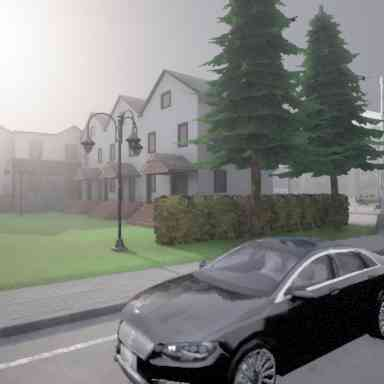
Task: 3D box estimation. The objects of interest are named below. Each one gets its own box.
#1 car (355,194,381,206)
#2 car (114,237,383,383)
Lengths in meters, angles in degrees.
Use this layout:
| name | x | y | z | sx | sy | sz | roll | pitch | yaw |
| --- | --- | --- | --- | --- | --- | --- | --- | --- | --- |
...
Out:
| name | x | y | z | sx | sy | sz | roll | pitch | yaw |
| --- | --- | --- | --- | --- | --- | --- | --- | --- | --- |
| car | 26.474 | 1.096 | 48.717 | 1.932 | 1.855 | 4.605 | 0 | 0 | -36 |
| car | 1.321 | 1.491 | 4.945 | 4.902 | 1.511 | 2.128 | 0 | 0 | -36 |
